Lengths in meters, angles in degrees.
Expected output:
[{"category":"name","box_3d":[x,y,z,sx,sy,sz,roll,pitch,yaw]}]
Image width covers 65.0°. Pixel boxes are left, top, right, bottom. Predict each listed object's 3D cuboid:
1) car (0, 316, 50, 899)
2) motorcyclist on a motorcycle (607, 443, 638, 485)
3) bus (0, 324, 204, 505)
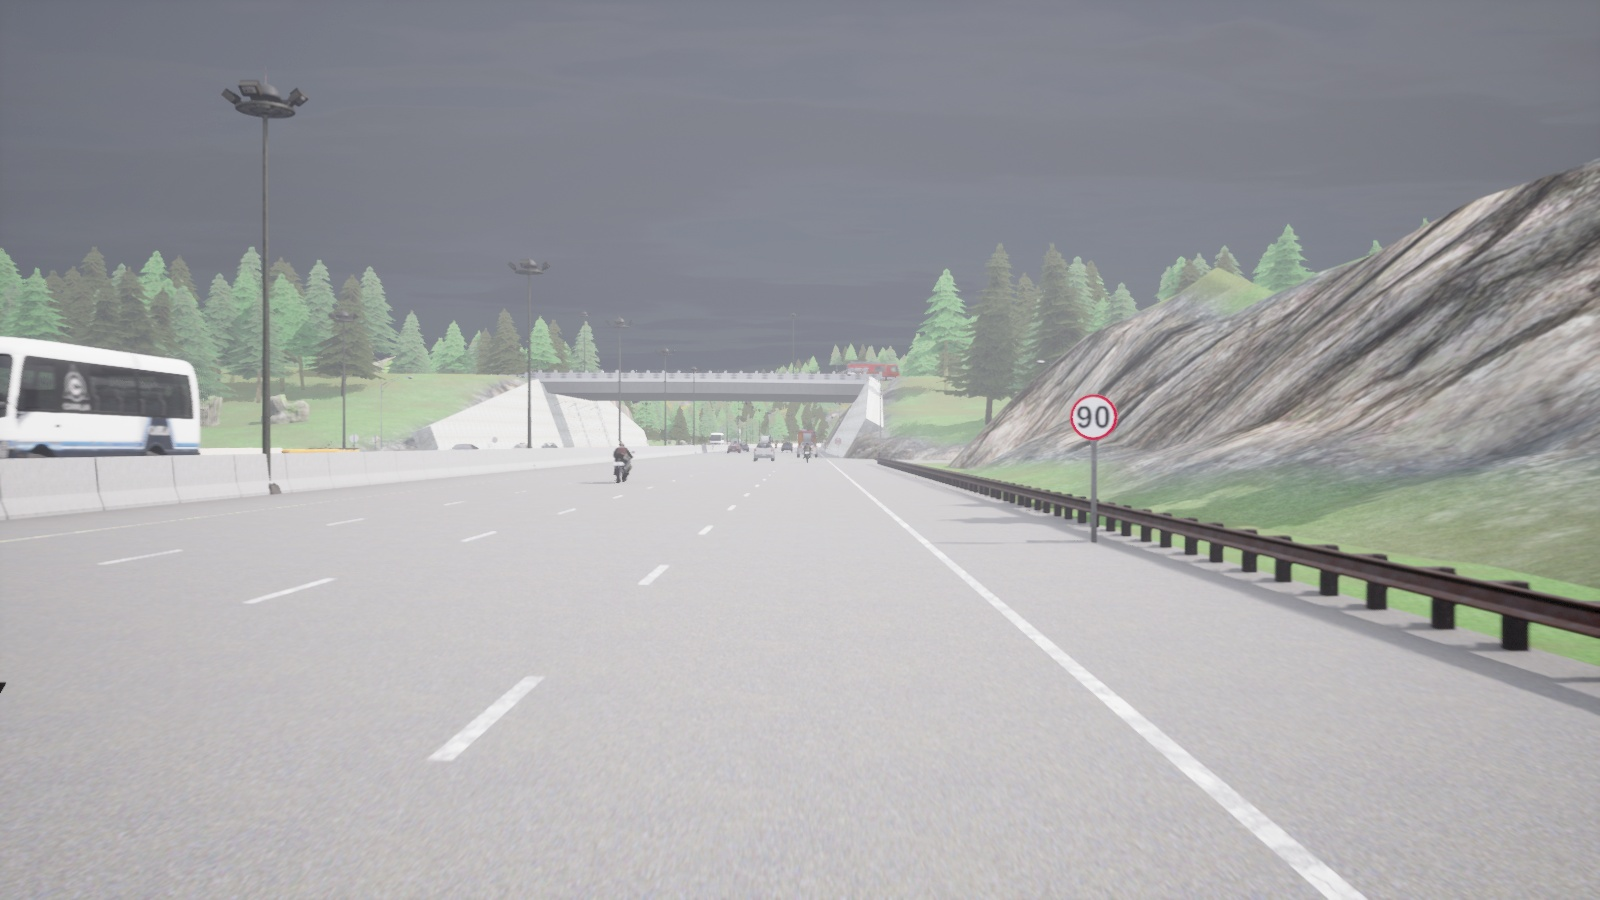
[{"category":"car","box_3d":[-3.472,0.527,2.268,1.905,1.878,3.866,0,0,0]},{"category":"motorcyclist on a motorcycle","box_3d":[-6.714,0.508,47.578,0.866,1.530,2.191,0,0,0]},{"category":"bus","box_3d":[-20.788,-0.841,34.447,3.944,4.253,10.273,0,0,0]}]
